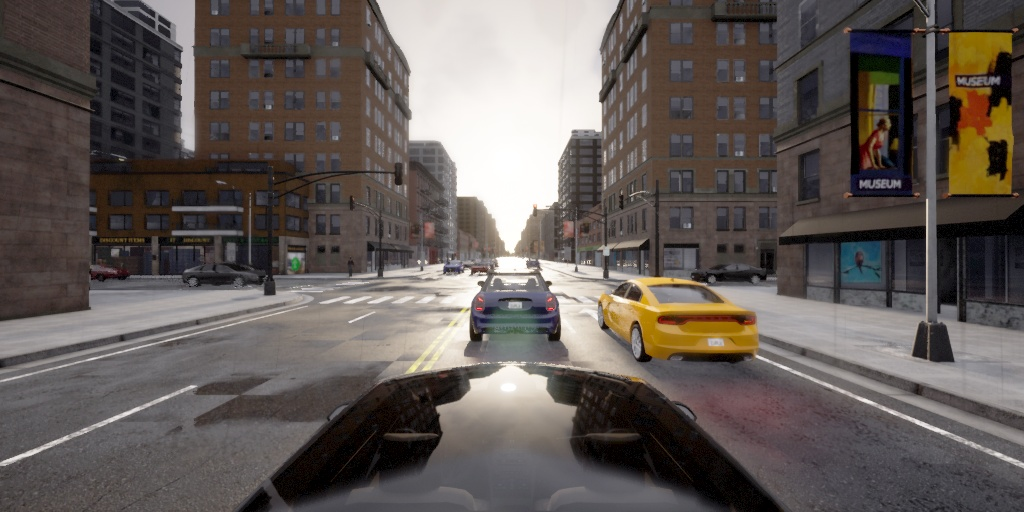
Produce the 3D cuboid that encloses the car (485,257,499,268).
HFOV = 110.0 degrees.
[{"bbox_3d":[-3.429,1.093,62.414,2.097,1.767,4.553,0,0,0],"label":"car"}]

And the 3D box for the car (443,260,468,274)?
[{"bbox_3d":[-6.665,1.226,41.293,1.882,1.535,5.008,0,0,0],"label":"car"}]

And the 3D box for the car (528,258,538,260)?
[{"bbox_3d":[3.254,1.096,56.435,2.097,1.767,4.553,0,0,0],"label":"car"}]

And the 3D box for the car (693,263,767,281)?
[{"bbox_3d":[15.838,1.268,26.363,5.008,1.535,1.882,0,0,1],"label":"car"}]

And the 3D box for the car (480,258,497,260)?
[{"bbox_3d":[-3.428,1.099,48.454,2.097,1.767,4.553,0,0,0],"label":"car"}]

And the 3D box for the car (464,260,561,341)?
[{"bbox_3d":[0.076,1.102,10.009,2.097,1.767,4.553,0,0,0],"label":"car"}]

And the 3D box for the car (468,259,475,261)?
[{"bbox_3d":[-6.683,1.309,53.911,1.994,1.385,4.181,0,0,0],"label":"car"}]

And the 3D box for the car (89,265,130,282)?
[{"bbox_3d":[-33.194,1.344,28.707,4.207,1.307,1.802,0,0,0],"label":"car"}]

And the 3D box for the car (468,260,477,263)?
[{"bbox_3d":[-3.415,1.350,39.319,1.895,1.301,4.718,0,0,0],"label":"car"}]

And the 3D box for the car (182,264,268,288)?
[{"bbox_3d":[-18.405,1.248,23.169,4.892,1.490,1.837,0,0,0],"label":"car"}]

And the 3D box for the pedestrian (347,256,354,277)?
[{"bbox_3d":[-14.194,0.920,31.521,0.375,1.860,0.375,0,0,0],"label":"pedestrian"}]

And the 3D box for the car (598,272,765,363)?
[{"bbox_3d":[3.314,1.228,8.209,1.882,1.535,5.008,0,0,1],"label":"car"}]
